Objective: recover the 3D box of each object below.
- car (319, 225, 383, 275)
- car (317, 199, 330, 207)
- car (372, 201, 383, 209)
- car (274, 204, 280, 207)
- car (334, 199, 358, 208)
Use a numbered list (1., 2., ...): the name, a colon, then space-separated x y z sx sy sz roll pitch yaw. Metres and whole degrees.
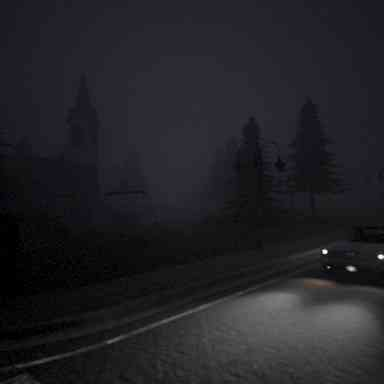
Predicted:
1. car: 5.814 1.791 10.652 1.895 1.301 4.718 -3 -2 43
2. car: 33.349 3.113 87.247 3.633 1.501 1.845 -3 -2 43
3. car: 36.574 2.451 63.744 3.633 1.501 1.845 -3 -2 43
4. car: 19.656 3.297 83.827 5.027 1.636 2.152 -3 -2 43
5. car: 33.189 2.729 70.984 3.806 1.475 1.970 -3 -2 43
